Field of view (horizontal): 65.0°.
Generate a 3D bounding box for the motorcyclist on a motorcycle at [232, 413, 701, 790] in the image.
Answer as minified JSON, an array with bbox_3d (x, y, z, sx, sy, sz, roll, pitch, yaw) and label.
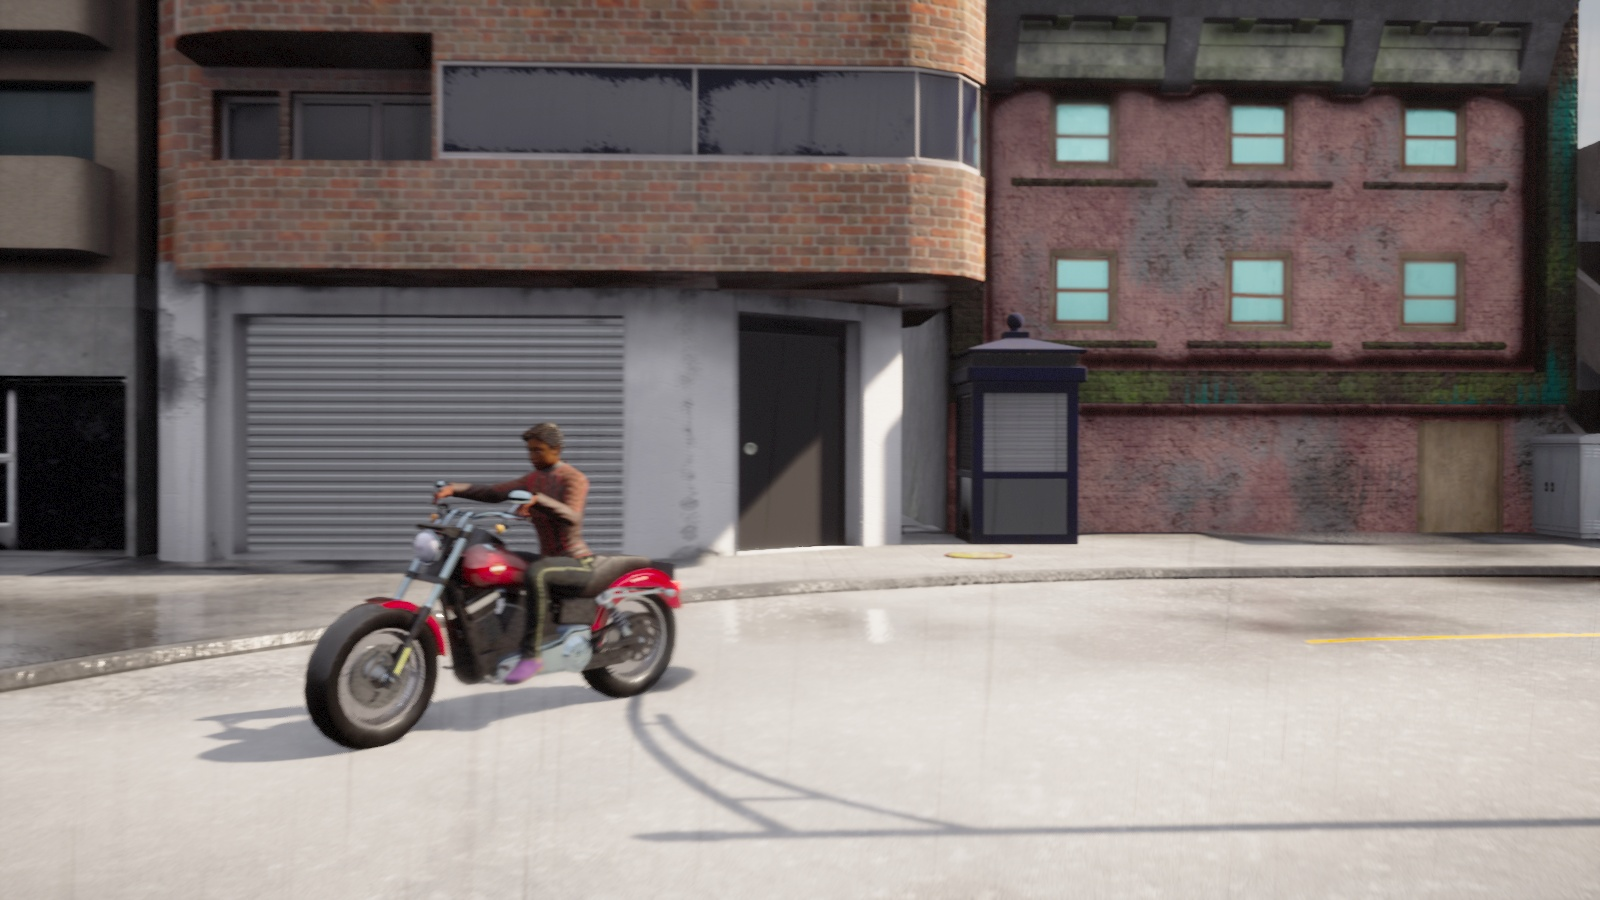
[{"bbox_3d":[-1.649,0.652,6.635,0.766,1.649,2.350,2,2,41],"label":"motorcyclist on a motorcycle"}]
